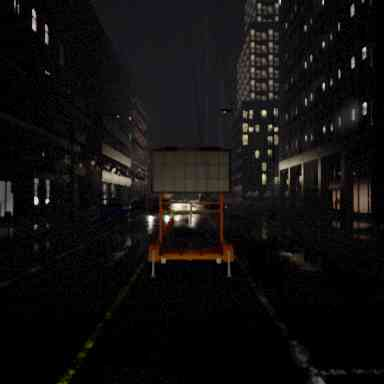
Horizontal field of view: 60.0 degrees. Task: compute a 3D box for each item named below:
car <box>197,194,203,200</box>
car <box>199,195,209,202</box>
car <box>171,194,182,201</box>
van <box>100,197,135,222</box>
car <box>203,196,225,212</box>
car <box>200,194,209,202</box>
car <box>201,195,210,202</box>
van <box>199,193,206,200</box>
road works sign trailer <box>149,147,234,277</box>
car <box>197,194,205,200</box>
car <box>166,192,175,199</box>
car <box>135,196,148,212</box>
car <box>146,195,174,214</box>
[{"bbox_3d":[2.548,1.133,65.003,2.192,1.841,5.009,1,0,0],"label":"car"},{"bbox_3d":[2.530,1.348,70.702,2.008,1.369,4.403,1,0,0],"label":"car"},{"bbox_3d":[-3.187,1.291,75.230,1.812,1.442,4.674,0,0,0],"label":"car"},{"bbox_3d":[-5.734,1.284,25.208,1.690,1.788,3.998,1,0,0],"label":"van"},{"bbox_3d":[2.614,1.463,36.514,2.008,1.369,4.403,1,0,0],"label":"car"},{"bbox_3d":[2.587,1.422,47.909,1.887,1.381,4.507,1,0,0],"label":"car"},{"bbox_3d":[2.600,1.446,42.211,2.008,1.369,4.403,1,0,0],"label":"car"},{"bbox_3d":[2.515,1.095,82.097,1.690,1.788,3.998,1,0,0],"label":"van"},{"bbox_3d":[-0.025,0.444,10.125,2.380,3.560,2.880,0,0,0],"label":"road works sign trailer"},{"bbox_3d":[2.463,1.297,87.795,1.947,1.339,4.313,1,0,0],"label":"car"},{"bbox_3d":[-5.902,1.022,93.593,2.192,1.841,5.009,1,0,0],"label":"car"},{"bbox_3d":[-5.767,1.478,36.610,1.947,1.339,4.313,1,0,0],"label":"car"},{"bbox_3d":[-3.181,1.398,33.680,1.882,1.535,5.008,0,0,0],"label":"car"}]
